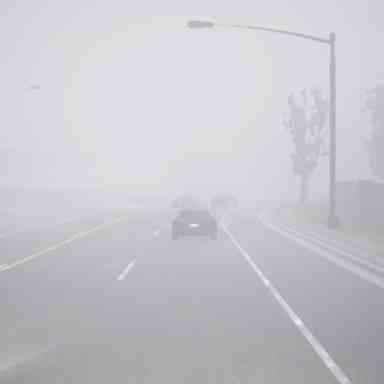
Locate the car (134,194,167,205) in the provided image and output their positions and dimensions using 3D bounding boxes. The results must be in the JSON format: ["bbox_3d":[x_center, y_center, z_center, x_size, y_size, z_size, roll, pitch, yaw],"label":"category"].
[{"bbox_3d":[-4.833,0.952,42.140,1.895,1.301,4.718,0,1,26],"label":"car"}]

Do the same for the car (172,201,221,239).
[{"bbox_3d":[0.141,1.320,15.777,1.994,1.385,4.181,0,1,1],"label":"car"}]

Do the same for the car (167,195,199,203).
[{"bbox_3d":[-0.559,0.999,33.917,1.994,1.385,4.181,0,1,18],"label":"car"}]

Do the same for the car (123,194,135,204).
[{"bbox_3d":[-7.379,0.907,44.725,1.994,1.385,4.181,0,1,27],"label":"car"}]

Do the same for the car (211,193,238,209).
[{"bbox_3d":[3.414,0.874,34.354,1.882,1.535,5.008,-1,1,22],"label":"car"}]
